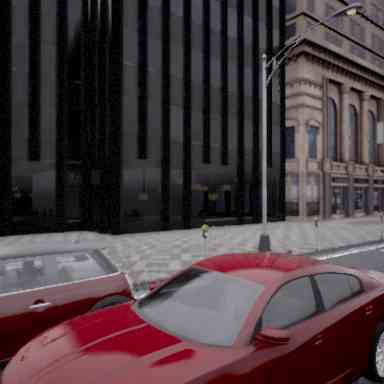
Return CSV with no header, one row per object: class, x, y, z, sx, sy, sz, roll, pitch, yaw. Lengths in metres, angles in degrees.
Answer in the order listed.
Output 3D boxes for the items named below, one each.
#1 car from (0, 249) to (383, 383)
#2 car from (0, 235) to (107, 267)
car,0.630,1.519,3.866,5.008,1.535,1.882,0,-1,-38
car,-2.860,1.492,4.553,4.097,1.590,1.967,0,-1,-38
